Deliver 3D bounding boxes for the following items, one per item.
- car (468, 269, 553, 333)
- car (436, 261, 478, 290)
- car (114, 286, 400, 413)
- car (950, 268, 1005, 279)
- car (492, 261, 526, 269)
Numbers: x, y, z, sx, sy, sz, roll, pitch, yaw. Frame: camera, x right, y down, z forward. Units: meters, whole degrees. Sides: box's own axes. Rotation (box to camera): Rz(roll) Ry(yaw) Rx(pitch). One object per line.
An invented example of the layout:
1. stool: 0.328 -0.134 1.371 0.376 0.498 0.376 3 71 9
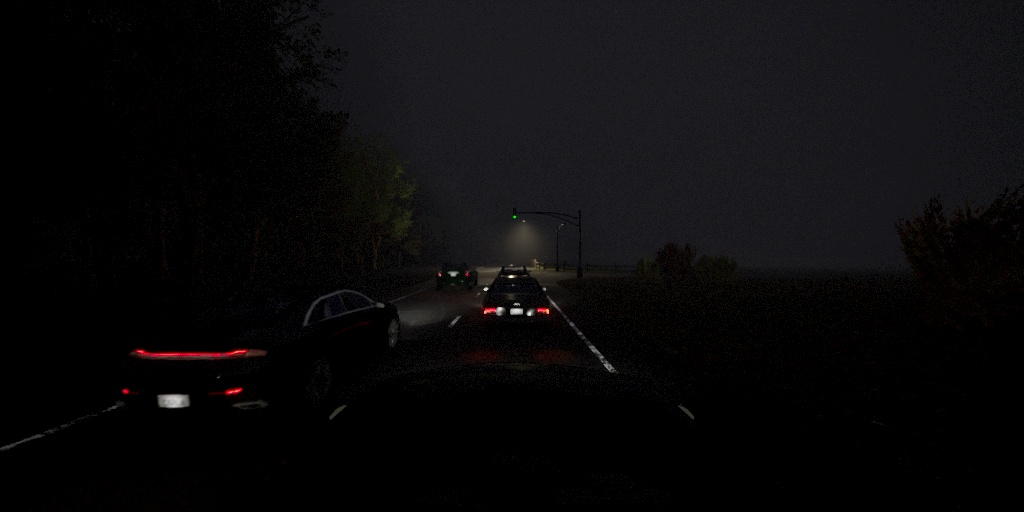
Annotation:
1. car: 0.100 1.300 10.648 2.033 1.411 5.357 0 0 0
2. car: -3.403 1.107 22.893 2.097 1.767 4.553 0 0 0
3. car: -3.400 1.243 6.031 2.128 1.511 4.902 0 0 0
4. car: 50.201 1.897 38.858 4.718 1.301 1.895 1 -1 0
5. car: 0.103 1.247 20.821 2.128 1.511 4.902 0 0 0
